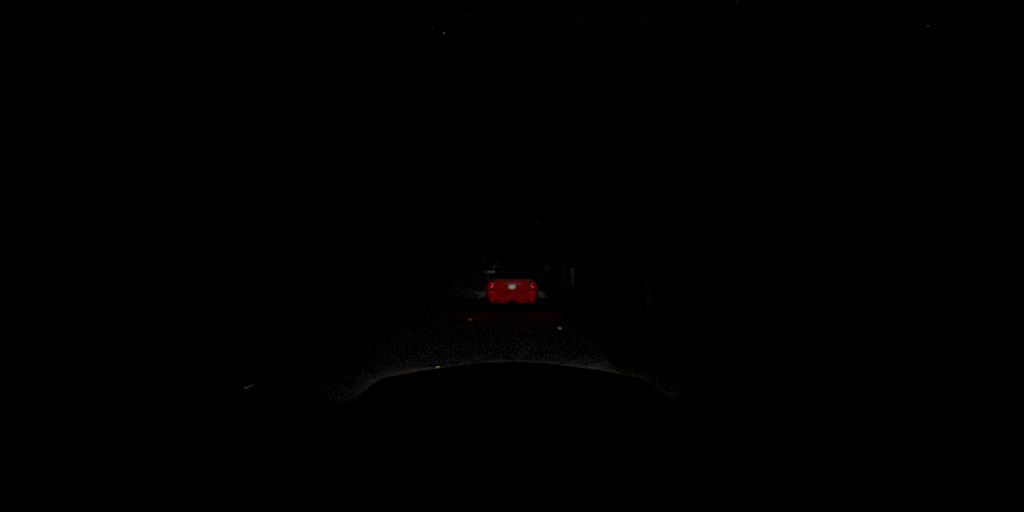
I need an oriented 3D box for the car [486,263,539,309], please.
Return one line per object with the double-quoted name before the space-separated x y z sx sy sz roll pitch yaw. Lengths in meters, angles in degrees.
"car" 0.009 1.235 15.950 2.097 1.767 4.553 0 -1 0
